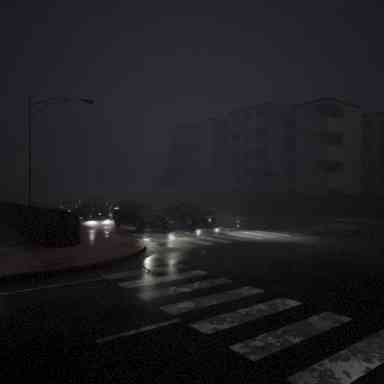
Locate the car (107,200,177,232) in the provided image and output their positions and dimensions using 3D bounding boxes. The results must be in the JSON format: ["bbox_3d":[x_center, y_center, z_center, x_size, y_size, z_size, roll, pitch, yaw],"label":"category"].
[{"bbox_3d":[-3.253,1.478,20.657,1.882,1.535,5.008,0,0,-35],"label":"car"}]

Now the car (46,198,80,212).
[{"bbox_3d":[-13.604,1.601,35.190,1.895,1.301,4.718,0,0,-36],"label":"car"}]

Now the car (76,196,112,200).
[{"bbox_3d":[-11.068,1.352,37.638,2.097,1.767,4.553,0,0,-36],"label":"car"}]

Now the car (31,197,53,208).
[{"bbox_3d":[-19.444,1.564,43.217,1.994,1.385,4.181,0,0,-38],"label":"car"}]

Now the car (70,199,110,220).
[{"bbox_3d":[-8.469,1.564,27.988,1.994,1.385,4.181,0,0,-35],"label":"car"}]

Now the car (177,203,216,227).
[{"bbox_3d":[-0.373,1.491,22.733,2.128,1.511,4.902,0,0,-37],"label":"car"}]

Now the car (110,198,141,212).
[{"bbox_3d":[-8.050,1.504,39.825,1.837,1.490,4.892,0,0,-35],"label":"car"}]

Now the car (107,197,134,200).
[{"bbox_3d":[-5.796,1.505,30.265,1.837,1.490,4.892,0,0,-35],"label":"car"}]

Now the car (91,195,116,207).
[{"bbox_3d":[-14.212,1.352,53.515,2.097,1.767,4.553,0,0,-41],"label":"car"}]

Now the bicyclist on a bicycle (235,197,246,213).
[{"bbox_3d":[4.969,1.300,34.084,1.656,1.620,0.582,0,0,-35],"label":"bicyclist on a bicycle"}]

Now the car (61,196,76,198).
[{"bbox_3d":[-16.786,1.353,45.482,2.097,1.767,4.553,0,0,-37],"label":"car"}]

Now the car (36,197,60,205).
[{"bbox_3d":[-25.451,1.563,58.885,4.181,1.385,1.994,0,0,35],"label":"car"}]

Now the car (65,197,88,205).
[{"bbox_3d":[-20.947,1.564,60.150,4.181,1.385,1.994,0,0,38],"label":"car"}]
